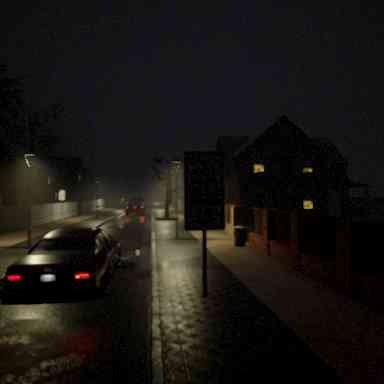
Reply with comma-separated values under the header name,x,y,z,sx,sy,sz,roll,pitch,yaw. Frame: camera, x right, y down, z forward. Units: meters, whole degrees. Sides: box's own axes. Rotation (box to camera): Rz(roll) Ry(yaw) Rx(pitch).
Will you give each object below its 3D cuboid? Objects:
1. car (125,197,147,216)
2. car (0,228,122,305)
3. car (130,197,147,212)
name,x,y,z,sx,sy,sz,roll,pitch,yaw
car,-6.472,1.748,38.402,2.097,1.767,4.553,0,-1,-6
car,-2.909,1.632,8.517,2.033,1.411,5.357,0,-1,-7
car,-7.738,1.724,48.471,2.150,2.045,5.566,0,-1,-7
